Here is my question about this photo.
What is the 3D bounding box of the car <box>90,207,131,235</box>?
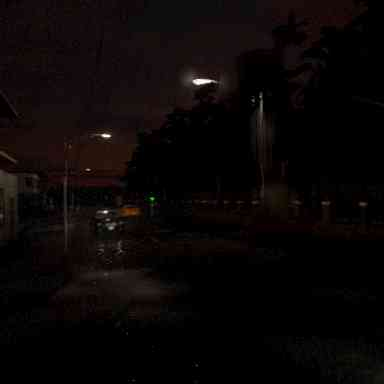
[{"bbox_3d":[-5.817,1.999,22.632,2.128,1.511,4.902,-1,-1,-21],"label":"car"}]

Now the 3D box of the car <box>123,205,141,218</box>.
[{"bbox_3d":[-7.436,2.297,39.122,1.882,1.535,5.008,0,-1,-23],"label":"car"}]
